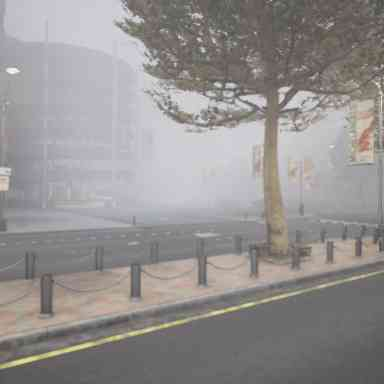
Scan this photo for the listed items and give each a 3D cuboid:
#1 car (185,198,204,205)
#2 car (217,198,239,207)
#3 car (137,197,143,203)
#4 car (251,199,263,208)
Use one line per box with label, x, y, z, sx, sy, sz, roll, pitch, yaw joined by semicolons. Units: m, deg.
car;0.535;2.006;71.211;2.128;1.511;4.902;1;-1;-45
car;6.778;1.969;63.194;1.882;1.535;5.008;1;0;-34
car;-14.793;2.005;84.047;4.718;1.301;1.895;1;0;12
car;12.112;1.972;55.471;1.882;1.535;5.008;1;0;-35
